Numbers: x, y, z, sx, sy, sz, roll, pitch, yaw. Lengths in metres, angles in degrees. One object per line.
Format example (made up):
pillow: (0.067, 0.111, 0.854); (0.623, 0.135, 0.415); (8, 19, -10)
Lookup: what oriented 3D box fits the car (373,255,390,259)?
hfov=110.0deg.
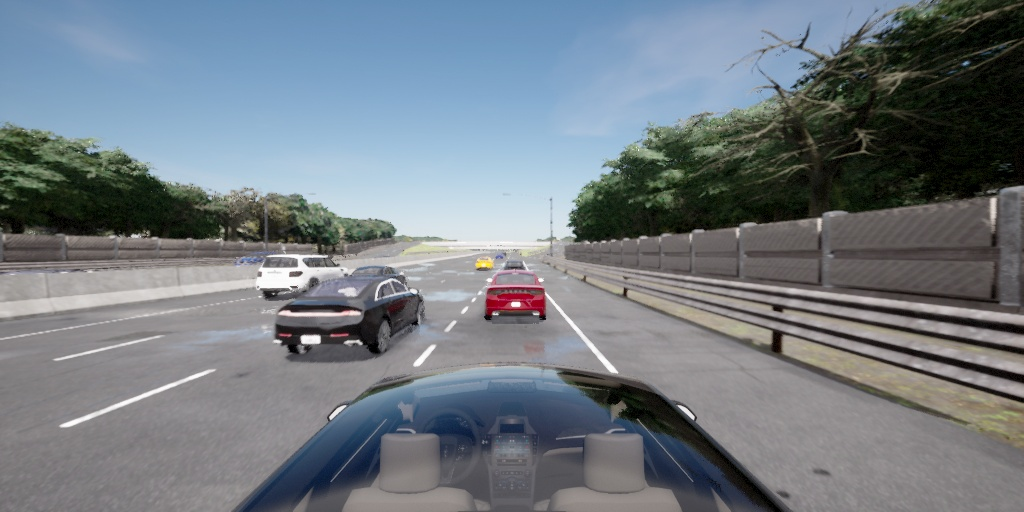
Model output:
car: (-20.726, 0.606, 56.579); (1.882, 1.535, 5.008); (0, 1, 1)

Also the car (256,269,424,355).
car: (-3.494, 1.240, 8.659); (2.128, 1.511, 4.902); (0, 0, 0)

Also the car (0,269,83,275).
car: (-21.076, 1.284, 15.964); (2.033, 1.411, 5.357); (0, 0, 0)

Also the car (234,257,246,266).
car: (-31.344, 0.593, 44.262); (2.150, 2.045, 5.566); (0, 3, 1)

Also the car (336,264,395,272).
car: (-6.867, 1.234, 18.531); (1.837, 1.490, 4.892); (0, 0, 0)

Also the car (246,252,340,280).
car: (-10.368, 0.951, 18.350); (2.150, 2.045, 5.566); (0, 0, 0)

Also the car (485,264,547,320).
car: (0.116, 1.223, 12.677); (1.882, 1.535, 5.008); (0, 0, 0)

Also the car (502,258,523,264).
car: (0.194, 1.122, 30.998); (1.837, 1.490, 4.892); (0, 1, 0)

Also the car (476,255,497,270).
car: (-3.308, 0.860, 44.391); (1.882, 1.535, 5.008); (0, 1, 1)
